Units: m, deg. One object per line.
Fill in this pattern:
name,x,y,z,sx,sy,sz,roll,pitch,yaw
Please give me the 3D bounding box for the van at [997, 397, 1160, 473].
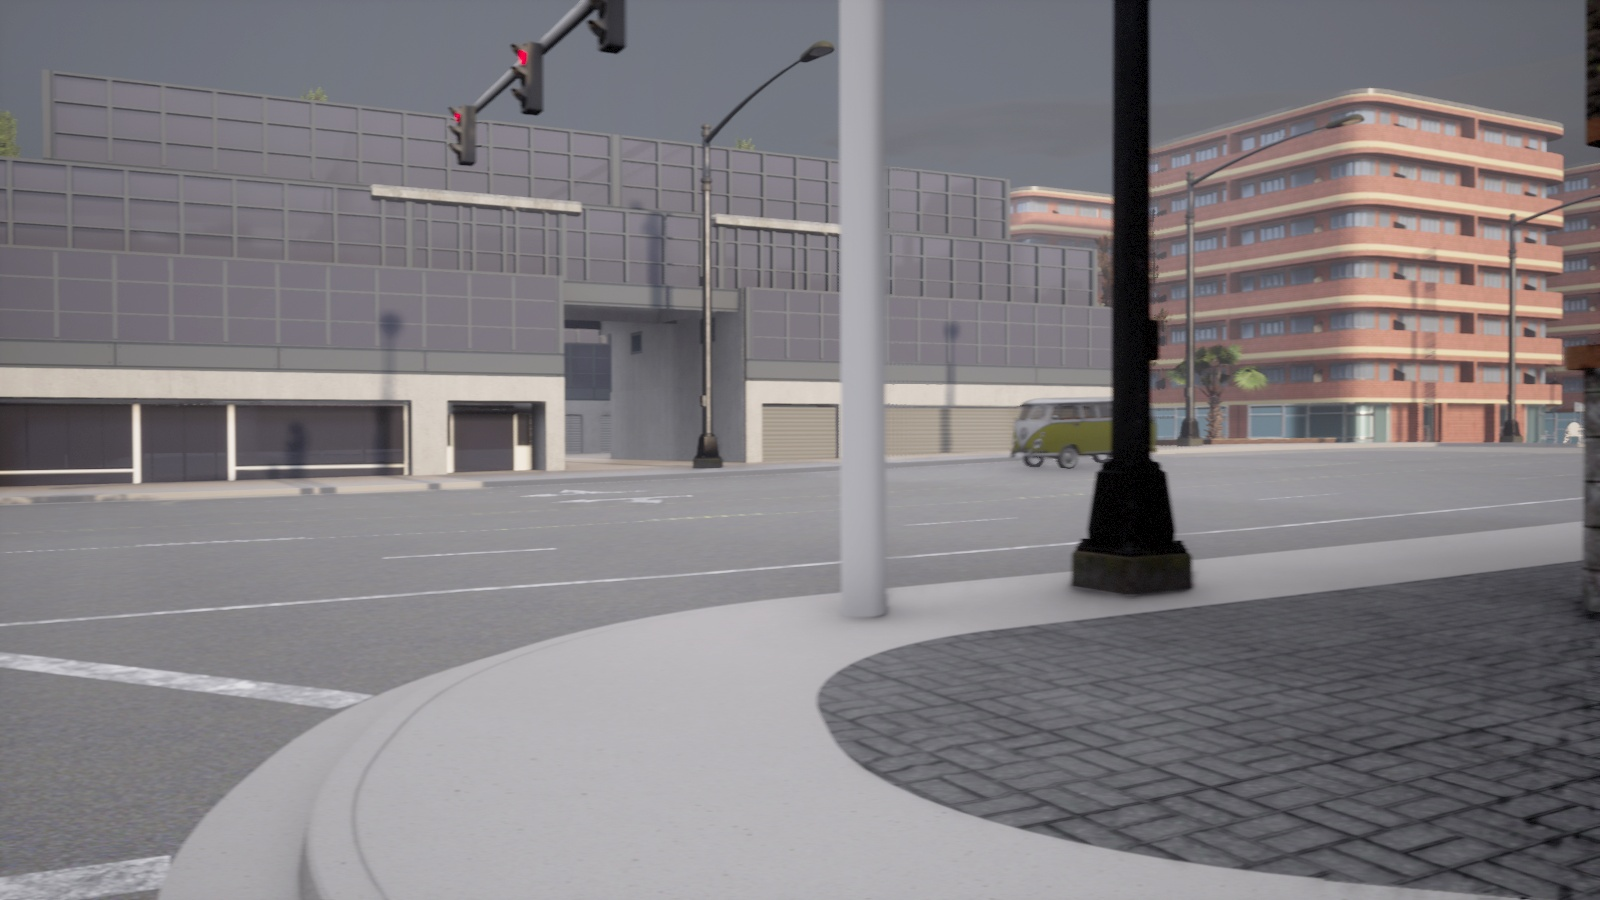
van,7.946,-0.459,35.760,4.442,1.987,1.775,-2,2,-28
